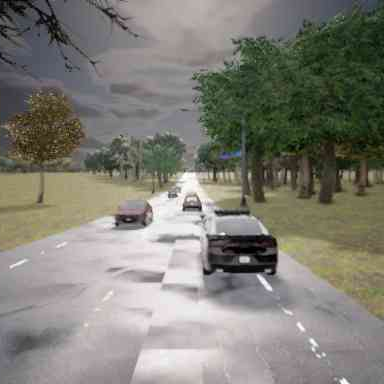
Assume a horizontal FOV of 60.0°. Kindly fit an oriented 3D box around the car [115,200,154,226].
[{"bbox_3d":[-3.605,1.259,21.415,1.882,1.535,5.008,0,1,0],"label":"car"}]

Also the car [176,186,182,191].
[{"bbox_3d":[-3.526,-0.717,85.153,1.837,1.490,4.892,0,3,0],"label":"car"}]

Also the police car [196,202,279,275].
[{"bbox_3d":[1.221,1.343,10.308,1.930,1.638,5.238,0,1,0],"label":"police car"}]

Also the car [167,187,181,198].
[{"bbox_3d":[-3.559,0.315,62.178,1.837,1.490,4.892,0,2,1],"label":"car"}]

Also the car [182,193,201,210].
[{"bbox_3d":[0.034,1.101,34.679,1.994,1.385,4.181,0,1,1],"label":"car"}]
